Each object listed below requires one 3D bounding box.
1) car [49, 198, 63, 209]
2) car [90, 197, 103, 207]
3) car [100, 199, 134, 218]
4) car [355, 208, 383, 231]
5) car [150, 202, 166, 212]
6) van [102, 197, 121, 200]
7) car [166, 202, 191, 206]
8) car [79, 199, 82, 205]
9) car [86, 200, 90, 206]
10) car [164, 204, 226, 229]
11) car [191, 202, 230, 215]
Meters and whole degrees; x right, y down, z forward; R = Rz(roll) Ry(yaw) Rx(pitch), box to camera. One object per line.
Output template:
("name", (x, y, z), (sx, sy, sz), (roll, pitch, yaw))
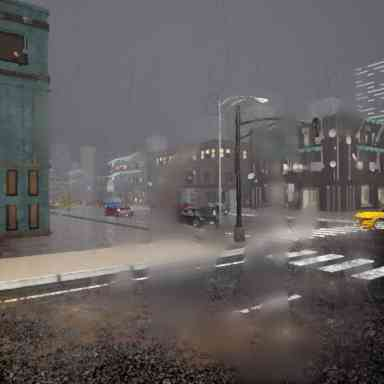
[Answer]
("car", (-23.694, 2.233, 57.971), (1.752, 1.417, 4.829), (-1, 0, -35))
("car", (-16.959, 1.940, 62.953), (2.192, 1.841, 5.009), (-1, 0, -35))
("car", (-7.804, 1.846, 35.521), (1.967, 1.590, 4.097), (-1, 0, -35))
("car", (12.533, 1.492, 20.078), (5.008, 1.535, 1.882), (-1, 1, 1))
("car", (-4.160, 1.966, 44.883), (1.802, 1.307, 4.206), (-1, 0, -35))
("van", (-13.760, 1.907, 58.435), (1.690, 1.788, 3.998), (-1, 0, -35))
("car", (-0.962, 1.904, 40.366), (1.802, 1.307, 4.206), (-2, 0, -35))
("car", (-26.548, 2.364, 76.507), (1.947, 1.339, 4.313), (-1, 0, -35))
("car", (-20.152, 2.227, 67.471), (1.887, 1.381, 4.507), (-1, 0, -35))
("car", (0.118, 1.814, 24.125), (1.947, 1.339, 4.313), (-1, 0, -35))
("car", (2.235, 1.809, 35.847), (2.008, 1.369, 4.403), (-2, 0, -35))
